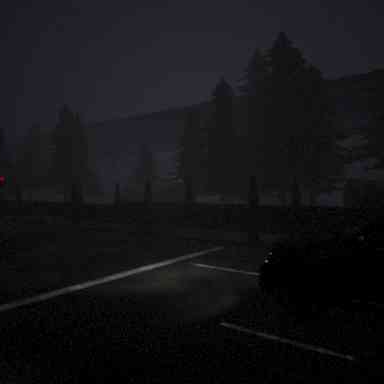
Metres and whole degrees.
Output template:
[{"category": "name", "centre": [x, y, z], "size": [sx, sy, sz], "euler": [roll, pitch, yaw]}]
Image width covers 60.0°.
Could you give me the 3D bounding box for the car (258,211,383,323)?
[{"category": "car", "centre": [3.905, 1.222, 5.457], "size": [5.566, 2.045, 2.150], "euler": [0, 0, 38]}]
